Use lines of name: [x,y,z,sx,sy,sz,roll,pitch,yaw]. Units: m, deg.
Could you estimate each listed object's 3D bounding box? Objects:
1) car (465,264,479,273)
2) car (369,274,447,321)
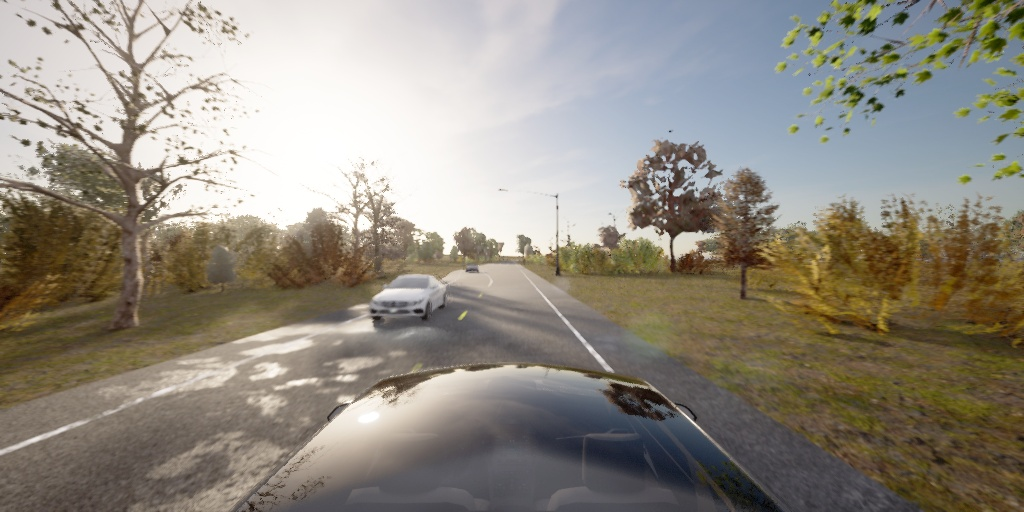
car: [-6.241,1.909,56.223,1.994,1.385,4.181,0,-1,-6]
car: [-3.613,1.413,13.263,1.812,1.442,4.674,0,-1,0]
